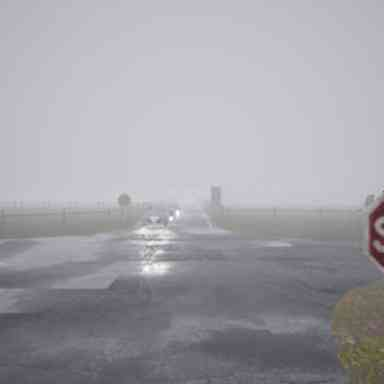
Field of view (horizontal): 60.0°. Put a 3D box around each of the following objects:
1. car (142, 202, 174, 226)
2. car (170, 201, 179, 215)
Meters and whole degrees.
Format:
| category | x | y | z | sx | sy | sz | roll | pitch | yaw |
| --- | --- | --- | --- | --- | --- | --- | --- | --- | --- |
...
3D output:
| category | x | y | z | sx | sy | sz | roll | pitch | yaw |
| --- | --- | --- | --- | --- | --- | --- | --- | --- | --- |
| car | -2.746 | 1.775 | 25.861 | 2.128 | 1.511 | 4.902 | 0 | -1 | -2 |
| car | -2.854 | 1.949 | 37.960 | 2.033 | 1.411 | 5.357 | 0 | -1 | 0 |
